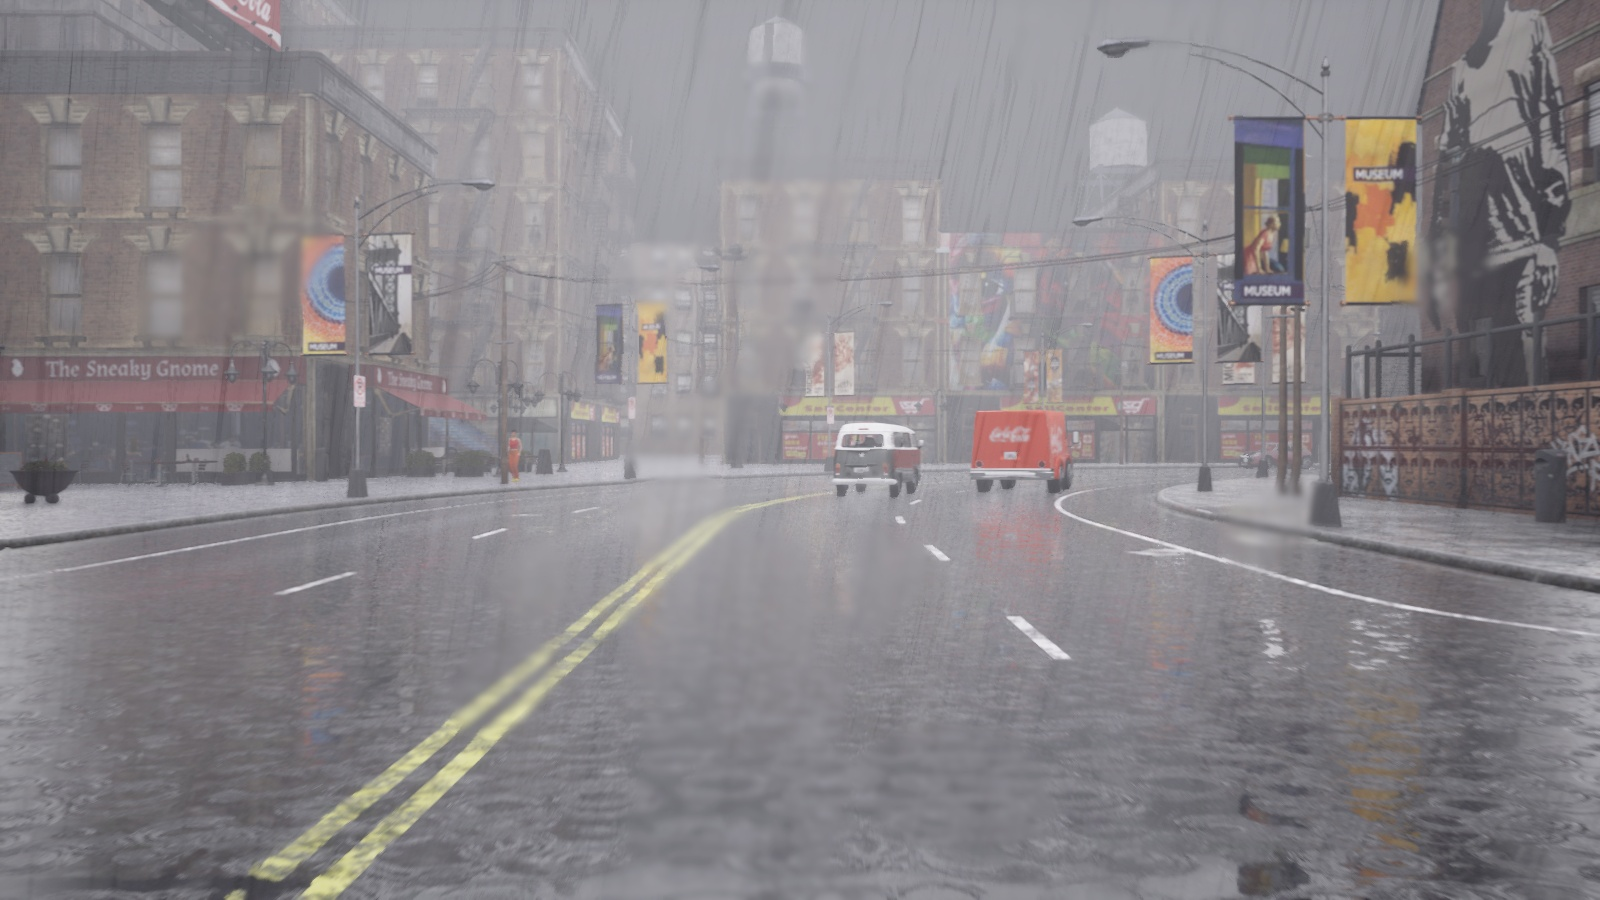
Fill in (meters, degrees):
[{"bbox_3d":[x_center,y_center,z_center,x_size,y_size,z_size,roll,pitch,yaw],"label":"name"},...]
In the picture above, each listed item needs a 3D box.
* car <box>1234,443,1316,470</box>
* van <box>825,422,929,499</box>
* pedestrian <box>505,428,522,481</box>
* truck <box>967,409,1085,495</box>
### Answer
[{"bbox_3d":[26.364,0.340,69.799,3.806,1.475,1.970,0,0,-14],"label":"car"},{"bbox_3d":[2.273,0.270,35.764,2.069,2.038,4.480,0,0,16],"label":"van"},{"bbox_3d":[-9.875,0.151,43.284,0.345,1.836,0.594,0,0,17],"label":"pedestrian"},{"bbox_3d":[7.049,0.047,38.731,2.627,2.467,5.204,0,0,21],"label":"truck"}]
